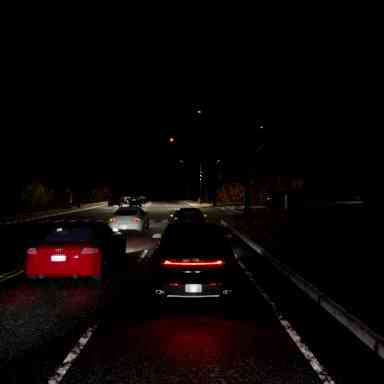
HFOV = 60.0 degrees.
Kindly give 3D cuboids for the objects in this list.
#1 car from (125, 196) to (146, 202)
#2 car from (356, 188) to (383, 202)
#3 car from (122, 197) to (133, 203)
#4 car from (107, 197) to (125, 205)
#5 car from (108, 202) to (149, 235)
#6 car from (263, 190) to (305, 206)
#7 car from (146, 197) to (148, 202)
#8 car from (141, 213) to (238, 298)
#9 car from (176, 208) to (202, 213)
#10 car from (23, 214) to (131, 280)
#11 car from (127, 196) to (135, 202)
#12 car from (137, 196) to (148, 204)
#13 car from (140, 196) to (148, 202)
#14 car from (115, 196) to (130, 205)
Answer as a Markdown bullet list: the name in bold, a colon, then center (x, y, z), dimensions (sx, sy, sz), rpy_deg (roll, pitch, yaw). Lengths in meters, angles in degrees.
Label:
- **car**: center (-8.813, 1.579, 52.273), dimensions (2.128, 1.511, 4.902), rpy_deg (0, 0, -5)
- **car**: center (21.559, 0.313, 38.790), dimensions (4.674, 1.442, 1.812), rpy_deg (-3, 0, -3)
- **car**: center (-13.904, 1.715, 71.753), dimensions (1.994, 1.385, 4.181), rpy_deg (0, 0, -7)
- **car**: center (-12.129, 1.616, 52.938), dimensions (1.812, 1.442, 4.674), rpy_deg (0, 0, -5)
- **car**: center (-3.479, 1.540, 18.768), dimensions (1.812, 1.442, 4.674), rpy_deg (0, 0, -3)
- **car**: center (10.479, 0.644, 38.304), dimensions (4.553, 1.767, 2.097), rpy_deg (-3, 0, -2)
- **car**: center (-9.593, 1.685, 61.156), dimensions (1.994, 1.385, 4.181), rpy_deg (0, 0, -5)
- **car**: center (0.013, 1.509, 8.491), dimensions (1.837, 1.490, 4.892), rpy_deg (0, 0, 0)
- **car**: center (-0.180, 1.561, 17.899), dimensions (2.033, 1.411, 5.357), rpy_deg (0, 0, -2)
- **car**: center (-3.259, 1.570, 10.023), dimensions (1.994, 1.385, 4.181), rpy_deg (0, 0, -1)
- **car**: center (-15.733, 1.818, 86.127), dimensions (1.895, 1.301, 4.718), rpy_deg (0, 0, -8)
- **car**: center (-10.601, 1.686, 71.478), dimensions (2.128, 1.511, 4.902), rpy_deg (0, 0, -6)
- **car**: center (-12.462, 1.748, 86.195), dimensions (2.128, 1.511, 4.902), rpy_deg (0, 0, -8)
- **car**: center (-12.931, 1.615, 62.027), dimensions (2.128, 1.511, 4.902), rpy_deg (0, 0, -5)
